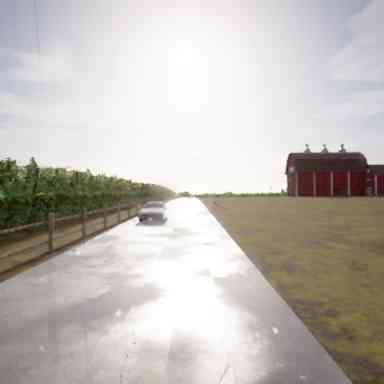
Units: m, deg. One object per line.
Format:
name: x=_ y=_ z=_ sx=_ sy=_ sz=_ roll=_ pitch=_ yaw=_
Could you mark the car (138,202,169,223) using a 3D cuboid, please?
car: x=-2.786 y=1.444 z=25.013 sx=2.033 sy=1.411 sz=5.357 roll=0 pitch=0 yaw=0
